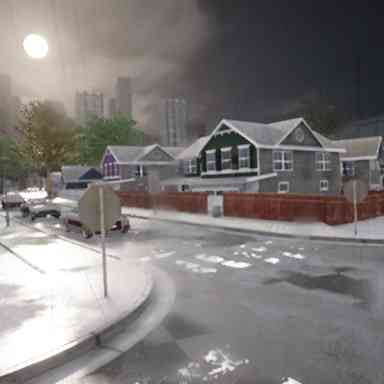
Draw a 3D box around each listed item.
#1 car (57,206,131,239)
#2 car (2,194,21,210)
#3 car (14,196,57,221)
[{"bbox_3d":[-4.648,1.298,15.959,1.994,1.385,4.181,-3,3,-39],"label":"car"},{"bbox_3d":[-18.361,0.980,34.308,1.882,1.535,5.008,-3,3,-34],"label":"car"},{"bbox_3d":[-11.101,1.186,24.137,2.033,1.411,5.357,-3,3,-37],"label":"car"}]
